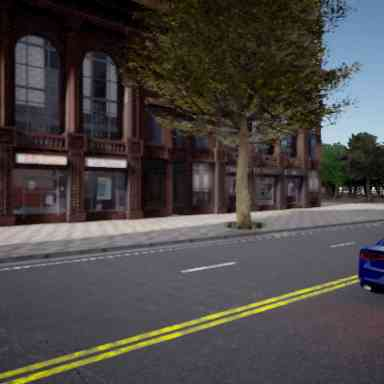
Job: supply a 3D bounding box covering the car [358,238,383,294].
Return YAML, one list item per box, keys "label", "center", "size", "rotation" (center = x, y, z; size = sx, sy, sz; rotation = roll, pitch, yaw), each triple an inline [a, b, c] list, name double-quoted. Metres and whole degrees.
- label: "car"
  center: [5.774, 1.471, 7.560]
  size: [5.008, 1.535, 1.882]
  rotation: [0, 0, -36]
